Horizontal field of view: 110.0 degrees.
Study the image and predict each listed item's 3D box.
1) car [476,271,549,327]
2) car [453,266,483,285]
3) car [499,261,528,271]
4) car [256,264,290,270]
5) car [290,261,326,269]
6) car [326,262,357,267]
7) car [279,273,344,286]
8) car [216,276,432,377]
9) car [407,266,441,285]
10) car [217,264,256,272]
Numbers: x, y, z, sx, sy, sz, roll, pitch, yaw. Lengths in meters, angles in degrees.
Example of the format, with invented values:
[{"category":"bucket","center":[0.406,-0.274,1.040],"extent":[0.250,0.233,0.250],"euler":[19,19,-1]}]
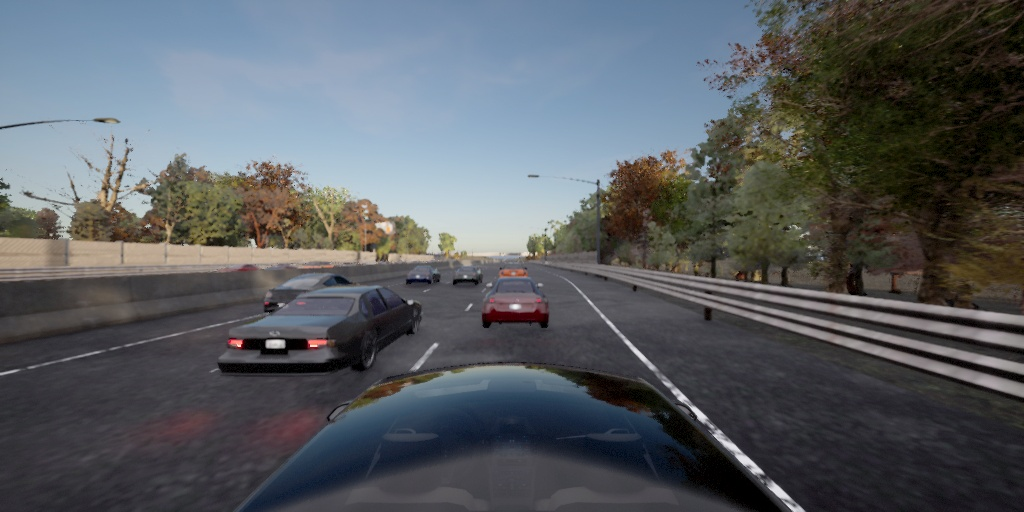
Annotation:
[{"category":"car","center":[0.101,1.377,11.860],"extent":[1.994,1.385,4.181],"euler":[0,0,0]},{"category":"car","center":[-3.384,1.483,28.068],"extent":[1.994,1.385,4.181],"euler":[0,0,0]},{"category":"car","center":[0.114,1.267,27.402],"extent":[2.097,1.767,4.553],"euler":[0,0,0]},{"category":"car","center":[-24.554,1.553,38.243],"extent":[1.994,1.385,4.181],"euler":[0,0,0]},{"category":"car","center":[-21.054,1.341,38.318],"extent":[2.097,1.767,4.553],"euler":[0,0,0]},{"category":"car","center":[-17.556,1.554,38.304],"extent":[1.994,1.385,4.181],"euler":[0,0,0]},{"category":"car","center":[-6.896,1.346,13.086],"extent":[1.812,1.442,4.674],"euler":[0,0,0]},{"category":"car","center":[-3.409,1.335,7.692],"extent":[2.033,1.411,5.357],"euler":[0,0,0]},{"category":"car","center":[-6.883,1.484,28.232],"extent":[1.994,1.385,4.181],"euler":[0,0,0]},{"category":"car","center":[-27.978,1.505,36.911],"extent":[1.812,1.442,4.674],"euler":[0,-1,-1]}]
